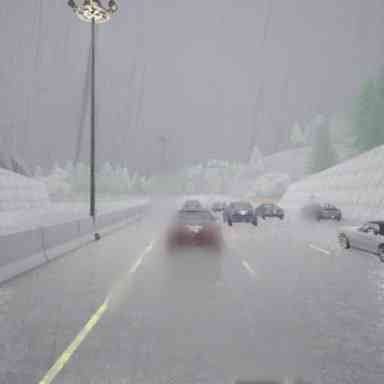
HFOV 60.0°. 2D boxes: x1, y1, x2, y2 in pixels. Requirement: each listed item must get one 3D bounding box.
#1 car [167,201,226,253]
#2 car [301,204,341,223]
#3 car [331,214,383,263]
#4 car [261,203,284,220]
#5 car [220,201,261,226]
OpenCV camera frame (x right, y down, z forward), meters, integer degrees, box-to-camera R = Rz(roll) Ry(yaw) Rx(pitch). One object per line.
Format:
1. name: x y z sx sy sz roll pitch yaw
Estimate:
1. car: 0.082 1.455 14.359 2.097 1.767 4.553 0 0 0
2. car: 10.564 1.688 27.436 2.128 1.511 4.902 0 0 0
3. car: 7.086 1.688 12.061 1.895 1.301 4.718 0 0 0
4. car: 7.059 1.768 30.862 2.033 1.411 5.357 0 0 0
5. car: 3.567 1.534 25.420 2.097 1.767 4.553 0 0 0
